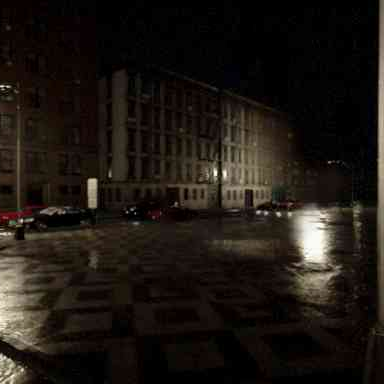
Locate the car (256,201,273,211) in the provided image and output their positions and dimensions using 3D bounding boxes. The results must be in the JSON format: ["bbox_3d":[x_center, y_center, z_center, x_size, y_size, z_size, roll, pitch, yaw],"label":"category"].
[{"bbox_3d":[11.465,1.997,48.556,2.033,1.411,5.357,0,-1,42],"label":"car"}]

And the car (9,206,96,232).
[{"bbox_3d":[-8.584,1.658,21.447,2.128,1.511,4.902,0,-1,42],"label":"car"}]

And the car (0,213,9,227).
[{"bbox_3d":[-11.232,1.692,23.386,1.812,1.442,4.674,0,-1,42],"label":"car"}]

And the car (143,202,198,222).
[{"bbox_3d":[-1.669,1.855,29.172,1.895,1.301,4.718,0,0,42],"label":"car"}]

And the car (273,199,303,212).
[{"bbox_3d":[13.575,1.794,46.052,2.097,1.767,4.553,0,0,42],"label":"car"}]

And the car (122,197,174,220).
[{"bbox_3d":[-3.906,1.482,31.544,2.150,2.045,5.566,0,-1,42],"label":"car"}]
